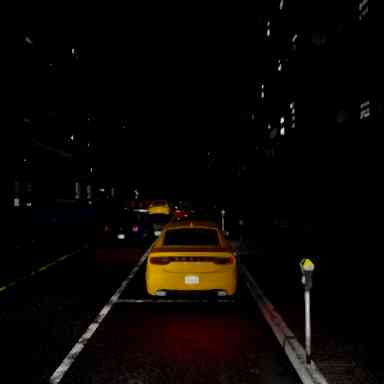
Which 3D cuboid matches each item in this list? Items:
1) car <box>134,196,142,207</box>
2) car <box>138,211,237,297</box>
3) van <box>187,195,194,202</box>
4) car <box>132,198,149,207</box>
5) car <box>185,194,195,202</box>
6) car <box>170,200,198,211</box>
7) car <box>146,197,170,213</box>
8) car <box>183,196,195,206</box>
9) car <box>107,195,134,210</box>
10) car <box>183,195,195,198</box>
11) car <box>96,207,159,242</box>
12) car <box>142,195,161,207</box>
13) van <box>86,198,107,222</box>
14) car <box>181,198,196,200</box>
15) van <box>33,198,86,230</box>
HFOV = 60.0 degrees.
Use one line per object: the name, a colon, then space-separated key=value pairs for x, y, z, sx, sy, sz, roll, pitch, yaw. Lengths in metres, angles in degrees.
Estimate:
car: x=-8.312 y=1.379 z=42.876 sx=2.192 sy=1.841 sz=5.009 roll=1 pitch=0 yaw=0
car: x=-0.006 y=1.482 z=8.653 sx=1.882 sy=1.535 sz=5.008 roll=0 pitch=0 yaw=0
van: x=-0.470 y=1.576 z=87.068 sx=1.690 sy=1.788 sz=3.998 roll=1 pitch=0 yaw=0
car: x=-8.319 y=1.660 z=53.938 sx=1.947 sy=1.339 sz=4.313 roll=1 pitch=0 yaw=0
car: x=-0.469 y=1.521 z=81.536 sx=2.192 sy=1.841 sz=5.009 roll=1 pitch=0 yaw=0
car: x=-0.436 y=1.572 z=26.224 sx=1.887 sy=1.381 sz=4.507 roll=1 pitch=0 yaw=0
car: x=-2.993 y=1.516 z=32.442 sx=1.882 sy=1.535 sz=5.008 roll=0 pitch=0 yaw=1
car: x=-0.470 y=1.553 z=59.411 sx=1.967 sy=1.590 sz=4.097 roll=1 pitch=0 yaw=0
car: x=-8.312 y=1.366 z=37.346 sx=2.192 sy=1.841 sz=5.009 roll=1 pitch=0 yaw=0
car: x=-0.427 y=1.490 z=37.286 sx=1.967 sy=1.590 sz=4.097 roll=1 pitch=0 yaw=0
car: x=-3.004 y=1.613 z=16.469 sx=1.895 sy=1.301 sz=4.718 roll=0 pitch=0 yaw=0
car: x=-5.790 y=1.419 z=44.866 sx=2.097 sy=1.767 sz=4.553 roll=0 pitch=0 yaw=0
van: x=-8.312 y=1.368 z=26.285 sx=1.690 sy=1.788 sz=3.998 roll=1 pitch=0 yaw=0
car: x=-0.437 y=1.583 z=31.754 sx=1.887 sy=1.381 sz=4.507 roll=1 pitch=0 yaw=0
van: x=-8.311 y=1.359 z=20.753 sx=1.690 sy=1.788 sz=3.998 roll=2 pitch=0 yaw=0
